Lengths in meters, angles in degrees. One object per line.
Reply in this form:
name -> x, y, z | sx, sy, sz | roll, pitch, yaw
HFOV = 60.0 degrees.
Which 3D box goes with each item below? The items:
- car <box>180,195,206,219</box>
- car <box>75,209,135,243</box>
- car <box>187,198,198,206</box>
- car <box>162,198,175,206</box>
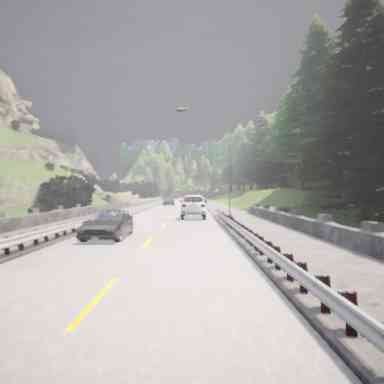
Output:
car -> 0.116, 1.305, 30.109 | 2.150, 2.045, 5.566 | 0, 0, 0
car -> -4.085, 1.595, 16.684 | 2.033, 1.411, 5.357 | 0, 0, 0
car -> 0.130, 1.773, 60.917 | 1.895, 1.301, 4.718 | 0, 0, 0
car -> -4.004, 1.724, 57.666 | 1.994, 1.385, 4.181 | 0, 0, 1
